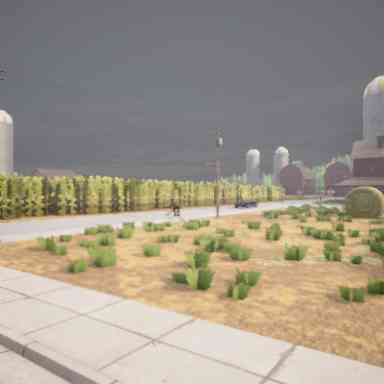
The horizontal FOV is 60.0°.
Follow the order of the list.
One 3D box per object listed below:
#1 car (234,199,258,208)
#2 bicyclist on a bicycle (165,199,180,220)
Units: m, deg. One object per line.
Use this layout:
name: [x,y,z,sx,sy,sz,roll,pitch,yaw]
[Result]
car: [7.781,1.638,47.454,1.895,1.301,4.718,0,0,33]
bicyclist on a bicycle: [-1.431,1.336,25.836,1.656,1.620,0.582,0,0,33]
